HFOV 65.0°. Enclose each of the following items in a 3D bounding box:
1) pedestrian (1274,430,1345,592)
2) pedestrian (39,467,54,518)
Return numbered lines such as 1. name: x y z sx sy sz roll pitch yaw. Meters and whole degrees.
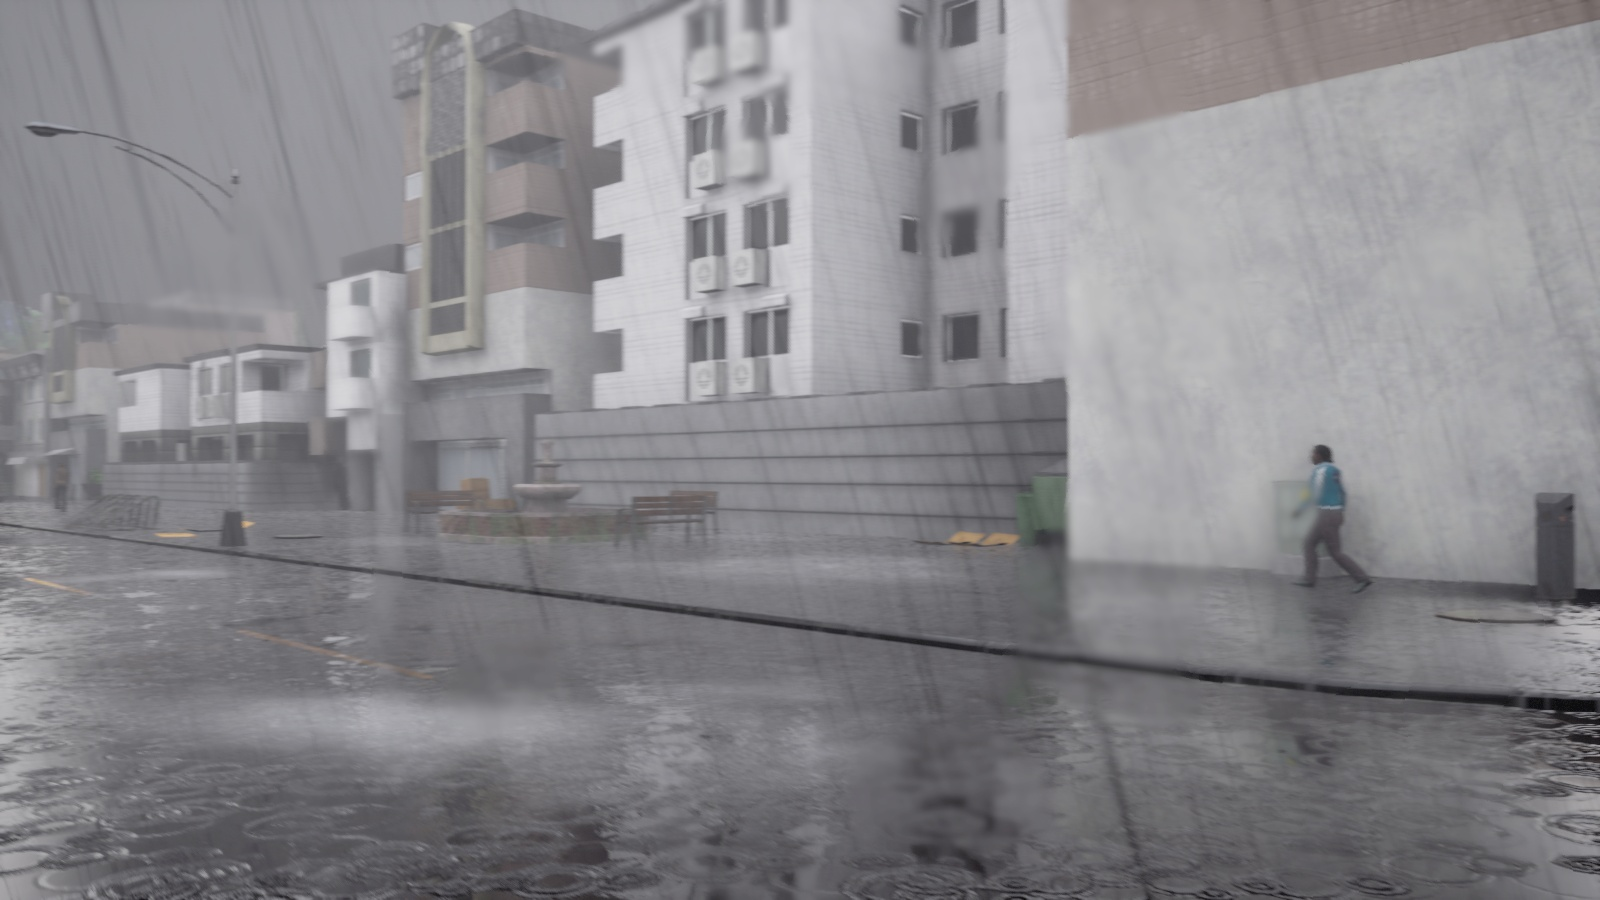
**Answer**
1. pedestrian: 6.233 0.739 15.367 0.692 1.930 0.396 -1 -1 41
2. pedestrian: -27.734 1.554 46.222 0.634 1.846 0.331 -1 -1 44
